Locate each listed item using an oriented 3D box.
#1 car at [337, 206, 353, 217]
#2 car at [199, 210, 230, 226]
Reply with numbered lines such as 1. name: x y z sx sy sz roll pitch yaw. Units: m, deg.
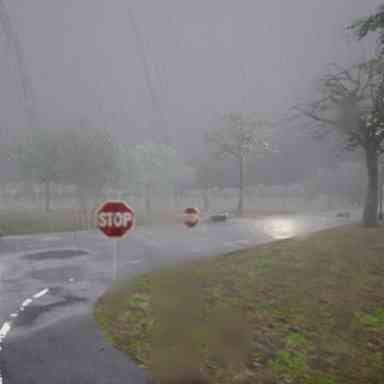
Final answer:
1. car: 26.756 3.707 58.771 2.033 1.411 5.357 1 -1 29
2. car: 2.187 2.653 34.935 2.128 1.511 4.902 1 -1 36
